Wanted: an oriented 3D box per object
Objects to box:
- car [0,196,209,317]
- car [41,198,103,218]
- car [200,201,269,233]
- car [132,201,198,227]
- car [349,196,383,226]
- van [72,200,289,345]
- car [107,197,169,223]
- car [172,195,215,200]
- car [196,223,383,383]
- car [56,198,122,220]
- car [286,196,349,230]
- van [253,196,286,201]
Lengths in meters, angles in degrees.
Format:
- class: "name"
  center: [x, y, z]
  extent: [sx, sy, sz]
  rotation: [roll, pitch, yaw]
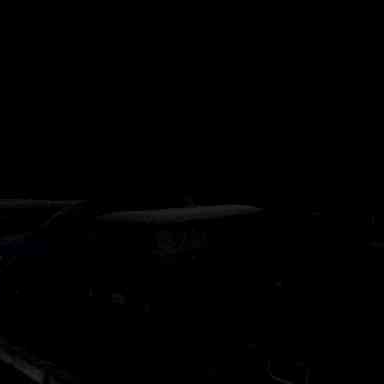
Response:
- class: "car"
  center: [-2.183, 1.236, 8.099]
  extent: [2.435, 2.045, 5.566]
  rotation: [0, 0, 36]
- class: "car"
  center: [-10.836, 1.380, 30.392]
  extent: [2.231, 1.521, 4.892]
  rotation: [0, 0, 36]
- class: "car"
  center: [2.823, 1.461, 20.859]
  extent: [1.946, 1.575, 5.366]
  rotation: [0, 0, 35]
- class: "car"
  center: [-1.820, 1.466, 23.911]
  extent: [2.163, 1.488, 4.792]
  rotation: [0, 0, 36]
- class: "car"
  center: [9.476, 1.250, 15.845]
  extent: [2.435, 2.045, 5.566]
  rotation: [0, 0, 36]
- class: "van"
  center: [0.180, 1.275, 6.589]
  extent: [1.878, 1.987, 4.442]
  rotation: [0, 0, 36]
- class: "car"
  center: [-4.044, 1.296, 25.573]
  extent: [2.185, 1.767, 4.553]
  rotation: [0, 0, 36]
- class: "car"
  center: [0.474, 1.199, 22.344]
  extent: [2.435, 2.045, 5.566]
  rotation: [0, 0, 36]
- class: "car"
  center: [2.400, 1.510, 4.869]
  extent: [2.231, 1.521, 4.892]
  rotation: [0, 0, 36]
- class: "car"
  center: [-8.687, 1.391, 28.623]
  extent: [1.946, 1.575, 5.366]
  rotation: [0, 0, 36]
- class: "car"
  center: [7.250, 1.241, 17.505]
  extent: [2.435, 2.045, 5.566]
  rotation: [0, 0, 36]
- class: "van"
  center: [5.042, 1.253, 19.190]
  extent: [1.878, 1.987, 4.442]
  rotation: [0, 0, 36]
